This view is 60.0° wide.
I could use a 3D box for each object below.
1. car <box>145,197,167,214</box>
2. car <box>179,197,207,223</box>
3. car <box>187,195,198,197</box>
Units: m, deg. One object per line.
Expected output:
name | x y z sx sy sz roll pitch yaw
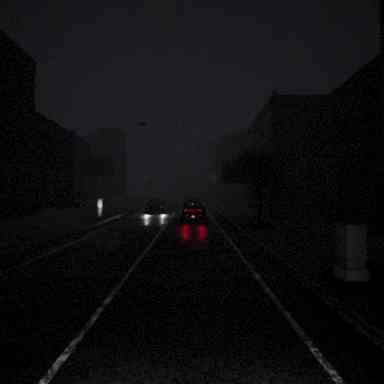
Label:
car | -3.619 1.313 34.083 1.882 1.535 5.008 0 1 0
car | 0.080 1.427 24.999 2.128 1.511 4.902 0 0 0
car | 0.066 1.204 42.824 1.837 1.490 4.892 0 1 0
